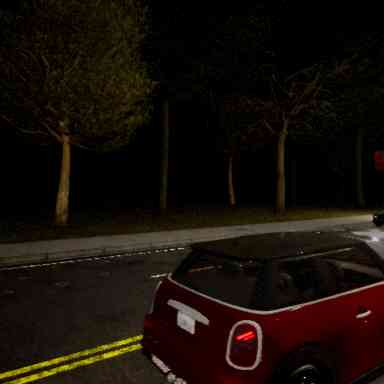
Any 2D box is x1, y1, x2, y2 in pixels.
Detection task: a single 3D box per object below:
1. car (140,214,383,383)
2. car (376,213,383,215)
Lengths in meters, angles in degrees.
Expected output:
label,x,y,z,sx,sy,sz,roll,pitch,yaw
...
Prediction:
label,x,y,z,sx,sy,sz,roll,pitch,yaw
car,1.671,1.352,4.615,4.553,1.767,2.097,0,0,-35
car,13.485,1.609,21.191,4.718,1.301,1.895,0,0,-35
